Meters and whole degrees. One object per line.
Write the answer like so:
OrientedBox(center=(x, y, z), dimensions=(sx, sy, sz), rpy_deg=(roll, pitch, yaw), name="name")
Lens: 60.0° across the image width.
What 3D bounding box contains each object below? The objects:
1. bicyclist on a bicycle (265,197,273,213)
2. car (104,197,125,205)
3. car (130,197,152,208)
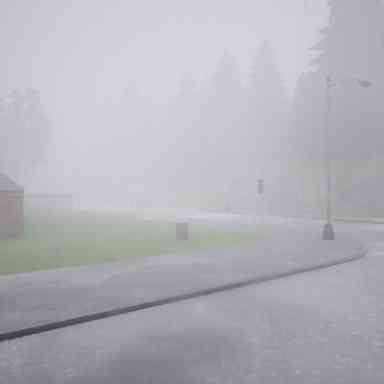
OrientedBox(center=(7.935, 1.349, 34.655), dimensions=(1.656, 1.620, 0.582), rpy_deg=(0, 0, -36), name="bicyclist on a bicycle")
OrientedBox(center=(-13.313, 1.547, 57.157), dimensions=(2.033, 1.411, 5.357), rpy_deg=(0, 0, -35), name="car")
OrientedBox(center=(-7.566, 1.526, 49.157), dimensions=(1.812, 1.442, 4.674), rpy_deg=(0, 0, -35), name="car")
